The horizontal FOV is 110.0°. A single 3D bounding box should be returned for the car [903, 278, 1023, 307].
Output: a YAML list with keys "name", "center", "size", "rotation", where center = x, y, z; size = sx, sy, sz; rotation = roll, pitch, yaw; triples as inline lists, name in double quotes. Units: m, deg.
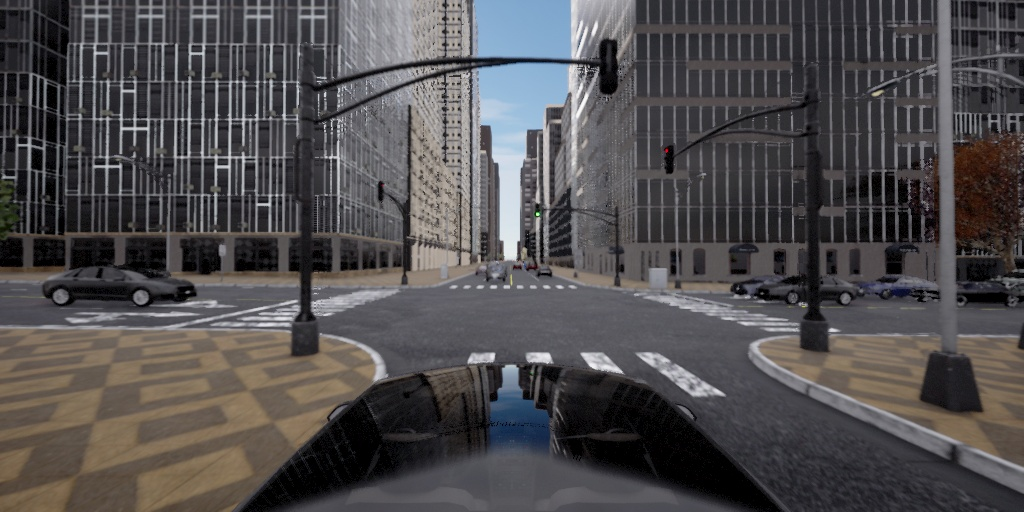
- name: "car"
  center: [25.021, 2.063, 19.748]
  size: [4.718, 1.301, 1.895]
  rotation: [1, -1, -3]

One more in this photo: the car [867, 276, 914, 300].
- name: "car"
  center: [24.548, 2.021, 22.977]
  size: [4.674, 1.442, 1.812]
  rotation: [1, -1, -3]

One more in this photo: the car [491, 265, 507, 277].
- name: "car"
  center: [-1.595, 1.894, 45.079]
  size: [1.994, 1.385, 4.181]
  rotation: [0, -1, -1]

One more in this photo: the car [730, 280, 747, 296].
- name: "car"
  center: [16.147, 1.903, 22.581]
  size: [4.181, 1.385, 1.994]
  rotation: [1, -1, -3]

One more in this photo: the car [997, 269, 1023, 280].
- name: "car"
  center: [34.175, 1.896, 23.432]
  size: [5.566, 2.045, 2.150]
  rotation: [1, -1, -3]

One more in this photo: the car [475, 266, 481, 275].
- name: "car"
  center: [-4.077, 1.963, 49.186]
  size: [1.802, 1.307, 4.207]
  rotation: [0, 0, 0]

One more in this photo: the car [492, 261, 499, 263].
- name: "car"
  center: [-1.635, 1.952, 55.503]
  size: [2.128, 1.511, 4.902]
  rotation: [0, -1, 0]

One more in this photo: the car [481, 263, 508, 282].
- name: "car"
  center: [-1.537, 1.694, 35.070]
  size: [2.128, 1.511, 4.902]
  rotation: [0, -1, 0]

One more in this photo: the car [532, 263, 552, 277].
- name: "car"
  center: [3.882, 1.878, 43.702]
  size: [1.948, 1.339, 4.313]
  rotation: [0, 0, 0]

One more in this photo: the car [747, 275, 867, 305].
- name: "car"
  center: [15.778, 1.795, 19.321]
  size: [4.892, 1.490, 1.837]
  rotation: [1, -1, -4]

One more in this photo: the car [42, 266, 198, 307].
- name: "car"
  center: [-15.521, 1.160, 14.381]
  size: [4.892, 1.490, 1.837]
  rotation: [1, -1, -3]
